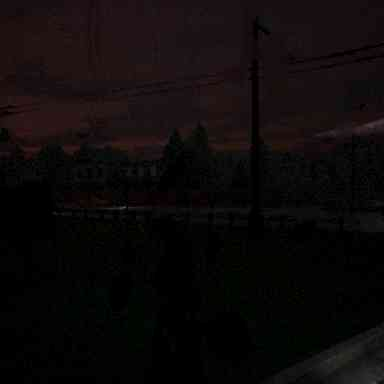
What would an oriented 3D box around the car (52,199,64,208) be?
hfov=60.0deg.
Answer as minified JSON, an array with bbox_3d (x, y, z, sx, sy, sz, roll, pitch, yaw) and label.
[{"bbox_3d":[-17.035,1.456,38.596,4.902,1.511,2.128,0,0,29],"label":"car"}]

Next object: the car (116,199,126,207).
[{"bbox_3d":[-11.614,1.490,47.800,4.181,1.385,1.994,0,0,26],"label":"car"}]

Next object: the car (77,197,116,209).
[{"bbox_3d":[-13.080,1.416,44.405,5.008,1.535,1.882,0,0,29],"label":"car"}]
